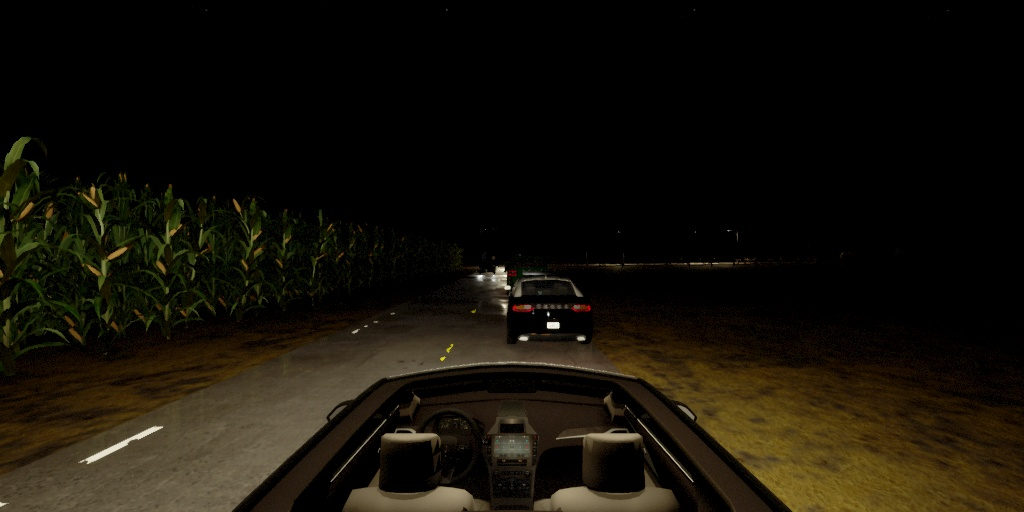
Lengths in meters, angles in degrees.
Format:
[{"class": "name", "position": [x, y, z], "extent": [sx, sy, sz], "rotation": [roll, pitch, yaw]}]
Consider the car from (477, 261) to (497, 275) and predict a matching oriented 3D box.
[{"class": "car", "position": [-2.789, 1.351, 41.070], "extent": [1.837, 1.490, 4.892], "rotation": [0, 0, 0]}]

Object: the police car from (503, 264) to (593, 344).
[{"class": "police car", "position": [0.817, 1.179, 9.717], "extent": [1.930, 1.638, 5.238], "rotation": [0, 0, 0]}]

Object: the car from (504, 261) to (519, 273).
[{"class": "car", "position": [-0.021, 1.397, 46.792], "extent": [1.812, 1.442, 4.674], "rotation": [0, 0, 0]}]

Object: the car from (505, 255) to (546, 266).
[{"class": "car", "position": [0.807, 0.994, 19.639], "extent": [2.150, 2.045, 5.566], "rotation": [0, 0, 0]}]
